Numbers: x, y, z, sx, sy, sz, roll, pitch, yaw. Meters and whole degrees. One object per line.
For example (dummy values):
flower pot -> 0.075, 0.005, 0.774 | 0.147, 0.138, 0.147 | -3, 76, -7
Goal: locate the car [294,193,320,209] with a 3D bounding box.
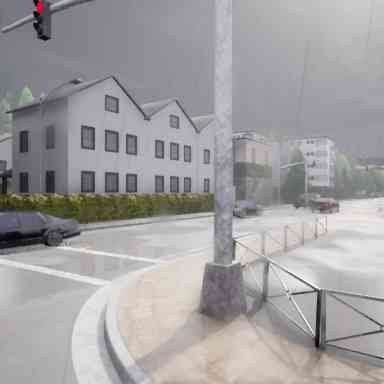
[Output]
car -> 14.565, 1.140, 41.315 | 2.150, 2.045, 5.566 | 0, 0, 35

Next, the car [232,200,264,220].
car -> 3.938, 1.359, 26.490 | 2.033, 1.411, 5.357 | 0, 0, 35

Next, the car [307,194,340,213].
car -> 13.515, 1.289, 33.611 | 1.882, 1.535, 5.008 | 0, 0, 35

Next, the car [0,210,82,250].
car -> -6.551, 1.360, 11.696 | 2.033, 1.411, 5.357 | 0, 0, 35
